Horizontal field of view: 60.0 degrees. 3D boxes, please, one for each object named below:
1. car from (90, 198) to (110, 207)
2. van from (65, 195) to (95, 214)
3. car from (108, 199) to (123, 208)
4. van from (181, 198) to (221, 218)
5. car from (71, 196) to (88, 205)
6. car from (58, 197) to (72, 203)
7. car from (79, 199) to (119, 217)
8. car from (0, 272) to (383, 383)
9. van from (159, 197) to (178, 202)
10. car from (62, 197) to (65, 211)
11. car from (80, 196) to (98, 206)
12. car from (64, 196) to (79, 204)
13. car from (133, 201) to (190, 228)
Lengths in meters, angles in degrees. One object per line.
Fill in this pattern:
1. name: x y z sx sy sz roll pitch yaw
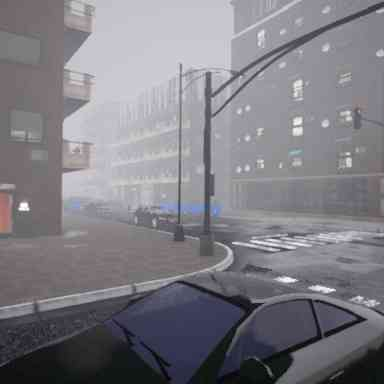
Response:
1. car: -14.931 1.722 53.742 1.802 1.307 4.206 1 -1 -35
2. van: -11.887 1.357 35.455 1.690 1.788 3.998 1 -1 -35
3. car: -11.755 1.676 49.138 1.887 1.381 4.507 1 -1 -35
4. van: 0.953 1.432 30.719 1.690 1.788 3.998 1 -1 -35
5. car: -21.283 1.598 62.953 1.967 1.590 4.097 1 -1 -35
6. car: -27.637 1.720 72.163 1.887 1.381 4.507 1 -1 -35
7. car: -8.712 1.587 30.848 1.802 1.307 4.206 1 -1 -35
8. car: 0.236 1.564 3.115 4.181 1.385 1.994 0 0 -35
9. van: -2.224 1.442 35.324 1.690 1.788 3.998 1 -1 -35
10. car: -15.065 1.576 40.059 2.008 1.369 4.403 1 -1 -35
11. car: -18.107 1.590 58.348 1.967 1.590 4.097 1 -1 -35
12. car: -24.460 1.607 67.559 1.967 1.590 4.097 1 -1 -35
13. car: -2.359 1.535 21.639 2.008 1.369 4.403 1 -1 -35
